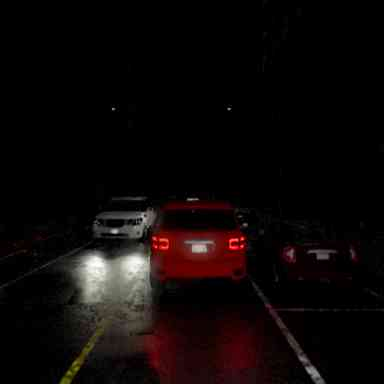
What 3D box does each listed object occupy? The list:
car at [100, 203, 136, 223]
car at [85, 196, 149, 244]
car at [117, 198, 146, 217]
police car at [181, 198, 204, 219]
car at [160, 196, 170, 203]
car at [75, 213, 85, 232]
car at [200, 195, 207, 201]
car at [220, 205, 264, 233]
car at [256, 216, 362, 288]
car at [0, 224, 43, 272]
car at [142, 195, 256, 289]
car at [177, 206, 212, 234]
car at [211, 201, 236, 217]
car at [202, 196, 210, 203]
[{"bbox_3d":[-5.618,1.574,25.747,1.802,1.307,4.206,0,0,0],"label":"car"},{"bbox_3d":[-3.064,1.216,15.984,2.150,2.045,5.566,0,0,0],"label":"car"},{"bbox_3d":[-5.607,1.431,31.249,1.967,1.590,4.097,0,0,0],"label":"car"},{"bbox_3d":[0.063,1.416,30.347,1.930,1.638,5.238,0,0,0],"label":"police car"},{"bbox_3d":[-5.493,1.599,68.351,1.802,1.307,4.206,0,0,0],"label":"car"},{"bbox_3d":[-5.629,1.559,20.246,1.947,1.339,4.313,0,0,0],"label":"car"},{"bbox_3d":[3.116,1.500,89.956,1.967,1.590,4.097,0,0,0],"label":"car"},{"bbox_3d":[2.896,1.544,20.228,2.008,1.369,4.403,0,0,0],"label":"car"},{"bbox_3d":[2.872,1.436,9.225,1.967,1.590,4.097,0,0,0],"label":"car"},{"bbox_3d":[-5.653,1.578,9.243,1.802,1.307,4.206,0,0,0],"label":"car"},{"bbox_3d":[0.123,1.218,9.313,2.150,2.045,5.566,0,0,0],"label":"car"},{"bbox_3d":[0.141,1.594,20.084,1.895,1.301,4.718,0,0,0],"label":"car"},{"bbox_3d":[2.919,1.557,31.230,1.947,1.339,4.313,0,0,0],"label":"car"},{"bbox_3d":[3.053,1.550,73.899,1.752,1.417,4.829,0,0,0],"label":"car"}]
